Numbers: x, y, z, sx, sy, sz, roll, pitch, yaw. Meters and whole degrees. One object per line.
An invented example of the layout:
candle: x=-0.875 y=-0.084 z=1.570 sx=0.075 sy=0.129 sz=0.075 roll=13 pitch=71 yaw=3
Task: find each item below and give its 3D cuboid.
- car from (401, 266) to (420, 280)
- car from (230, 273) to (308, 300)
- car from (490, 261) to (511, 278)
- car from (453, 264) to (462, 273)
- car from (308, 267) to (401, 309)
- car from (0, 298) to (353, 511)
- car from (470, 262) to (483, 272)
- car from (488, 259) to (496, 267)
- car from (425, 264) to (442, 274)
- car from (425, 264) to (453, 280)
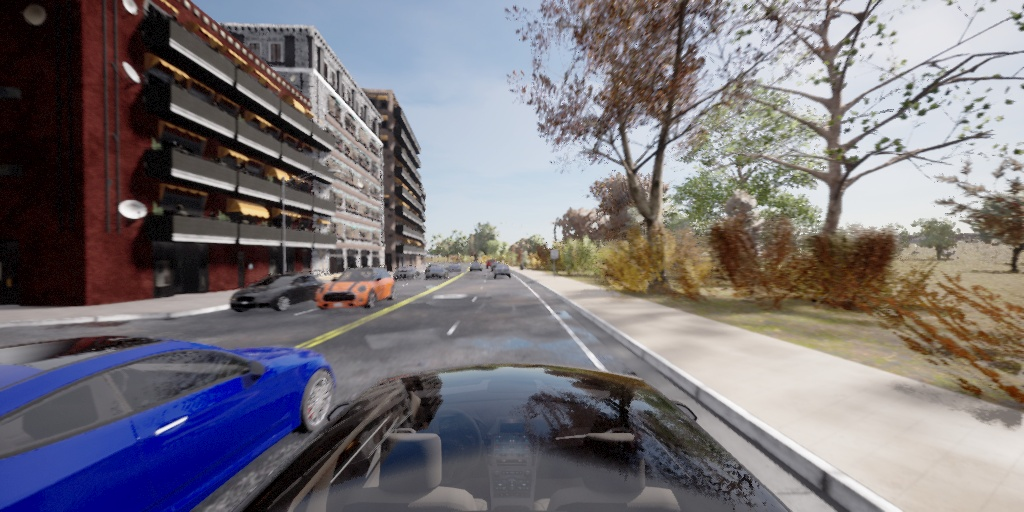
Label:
car: x=-10.952 y=1.800 z=37.609 sx=1.994 sy=1.385 sz=4.181 roll=-1 pitch=-1 yaw=-3
car: x=-10.146 y=1.550 z=16.052 sx=1.837 sy=1.490 sz=4.892 roll=-1 pitch=-1 yaw=0
car: x=-1.092 y=1.621 z=39.030 sx=2.033 sy=1.411 sz=5.357 roll=-1 pitch=0 yaw=-3
car: x=-8.895 y=1.943 z=55.929 sx=1.994 sy=1.385 sz=4.181 roll=-1 pitch=0 yaw=-5
car: x=-6.843 y=1.341 z=16.231 sx=2.097 sy=1.767 sz=4.553 roll=-1 pitch=0 yaw=-2
car: x=-3.167 y=1.338 z=2.694 sx=1.812 sy=1.442 sz=4.674 roll=-1 pitch=0 yaw=0
car: x=-5.865 y=1.876 z=58.917 sx=1.994 sy=1.385 sz=4.181 roll=-1 pitch=0 yaw=-4
car: x=-2.440 y=1.745 z=57.323 sx=1.837 sy=1.490 sz=4.892 roll=-1 pitch=0 yaw=-5
car: x=-12.133 y=1.958 z=55.657 sx=1.837 sy=1.490 sz=4.892 roll=-1 pitch=0 yaw=-5
car: x=-7.671 y=1.738 z=37.095 sx=1.994 sy=1.385 sz=4.181 roll=-1 pitch=-1 yaw=-3
